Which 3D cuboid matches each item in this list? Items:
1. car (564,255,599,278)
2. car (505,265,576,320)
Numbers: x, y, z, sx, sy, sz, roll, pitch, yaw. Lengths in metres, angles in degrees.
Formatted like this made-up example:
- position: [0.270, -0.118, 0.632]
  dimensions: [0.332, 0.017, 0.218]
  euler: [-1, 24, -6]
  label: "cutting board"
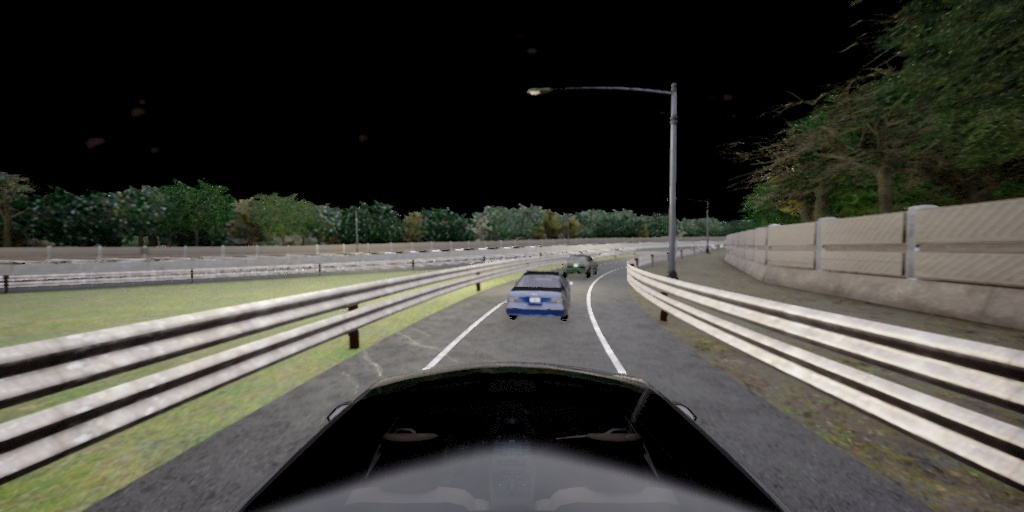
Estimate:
- position: [5.475, 0.674, 28.198]
  dimensions: [2.097, 1.767, 4.553]
  euler: [1, 2, 22]
  label: "car"
- position: [1.052, 1.209, 12.213]
  dimensions: [2.033, 1.411, 5.357]
  euler: [0, 1, 10]
  label: "car"
